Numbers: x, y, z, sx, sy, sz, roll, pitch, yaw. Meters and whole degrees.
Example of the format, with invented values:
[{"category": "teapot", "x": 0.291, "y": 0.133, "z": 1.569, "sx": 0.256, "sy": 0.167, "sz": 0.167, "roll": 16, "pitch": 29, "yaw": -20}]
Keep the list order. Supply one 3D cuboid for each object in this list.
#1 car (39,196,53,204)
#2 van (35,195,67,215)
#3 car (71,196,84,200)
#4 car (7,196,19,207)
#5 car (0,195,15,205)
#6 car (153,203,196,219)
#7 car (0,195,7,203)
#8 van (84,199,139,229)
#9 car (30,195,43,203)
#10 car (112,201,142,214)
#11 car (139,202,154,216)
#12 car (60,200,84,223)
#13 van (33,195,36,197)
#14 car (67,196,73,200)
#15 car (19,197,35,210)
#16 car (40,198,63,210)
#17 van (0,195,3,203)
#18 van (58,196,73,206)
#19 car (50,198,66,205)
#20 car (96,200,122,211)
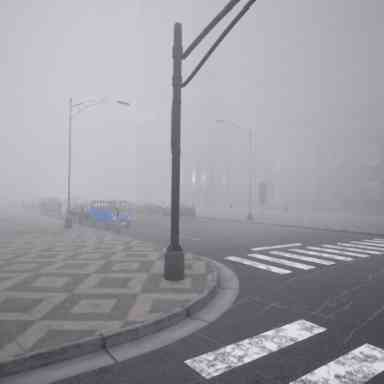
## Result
[{"category": "car", "x": -33.331, "y": 1.818, "z": 75.807, "sx": 1.967, "sy": 1.590, "sz": 4.097, "roll": 1, "pitch": -1, "yaw": -35}, {"category": "van", "x": -14.797, "y": 1.397, "z": 34.797, "sx": 1.690, "sy": 1.788, "sz": 3.998, "roll": 1, "pitch": -1, "yaw": -35}, {"category": "car", "x": -17.379, "y": 1.815, "z": 53.249, "sx": 1.887, "sy": 1.381, "sz": 4.507, "roll": 1, "pitch": -1, "yaw": -35}, {"category": "car", "x": -27.553, "y": 1.692, "z": 52.843, "sx": 2.008, "sy": 1.369, "sz": 4.403, "roll": 1, "pitch": -1, "yaw": -35}, {"category": "car", "x": -37.020, "y": 1.730, "z": 66.241, "sx": 1.752, "sy": 1.417, "sz": 4.829, "roll": 1, "pitch": -1, "yaw": -35}, {"category": "car", "x": -1.427, "y": 1.710, "z": 30.693, "sx": 1.887, "sy": 1.381, "sz": 4.507, "roll": 1, "pitch": -1, "yaw": -35}, {"category": "car", "x": -43.493, "y": 1.564, "z": 75.406, "sx": 2.192, "sy": 1.841, "sz": 5.009, "roll": 1, "pitch": -1, "yaw": -35}, {"category": "van", "x": -5.232, "y": 1.335, "z": 21.261, "sx": 1.690, "sy": 1.788, "sz": 3.998, "roll": 1, "pitch": -1, "yaw": -35}, {"category": "car", "x": -39.710, "y": 1.736, "z": 84.830, "sx": 2.192, "sy": 1.841, "sz": 5.009, "roll": 1, "pitch": -1, "yaw": -35}, {"category": "car", "x": -7.807, "y": 1.751, "z": 39.716, "sx": 1.887, "sy": 1.381, "sz": 4.507, "roll": 1, "pitch": -1, "yaw": -35}, {"category": "car", "x": -4.617, "y": 1.730, "z": 35.204, "sx": 1.887, "sy": 1.381, "sz": 4.507, "roll": 1, "pitch": -1, "yaw": -35}, {"category": "car", "x": -8.422, "y": 1.559, "z": 25.771, "sx": 1.887, "sy": 1.381, "sz": 4.507, "roll": 1, "pitch": -1, "yaw": -35}, {"category": "van", "x": -36.519, "y": 1.740, "z": 80.318, "sx": 1.690, "sy": 1.788, "sz": 3.998, "roll": 1, "pitch": -1, "yaw": -35}, {"category": "car", "x": -20.567, "y": 1.607, "z": 57.763, "sx": 2.192, "sy": 1.841, "sz": 5.009, "roll": 1, "pitch": -1, "yaw": -35}, {"category": "car", "x": -21.176, "y": 1.681, "z": 43.819, "sx": 1.802, "sy": 1.307, "sz": 4.206, "roll": 1, "pitch": -1, "yaw": -35}, {"category": "car", "x": -19.687, "y": 1.658, "z": 46.520, "sx": 1.837, "sy": 1.490, "sz": 4.892, "roll": 1, "pitch": -1, "yaw": -35}, {"category": "van", "x": -46.682, "y": 1.612, "z": 79.917, "sx": 1.690, "sy": 1.788, "sz": 3.998, "roll": 1, "pitch": -1, "yaw": -35}, {"category": "van", "x": -23.758, "y": 1.654, "z": 62.274, "sx": 1.690, "sy": 1.788, "sz": 3.998, "roll": 1, "pitch": -1, "yaw": -35}, {"category": "car", "x": -26.950, "y": 1.885, "z": 66.783, "sx": 2.008, "sy": 1.369, "sz": 4.403, "roll": 1, "pitch": -1, "yaw": -35}, {"category": "car", "x": -11.096, "y": 1.754, "z": 44.366, "sx": 1.752, "sy": 1.417, "sz": 4.829, "roll": 1, "pitch": -1, "yaw": -35}]
